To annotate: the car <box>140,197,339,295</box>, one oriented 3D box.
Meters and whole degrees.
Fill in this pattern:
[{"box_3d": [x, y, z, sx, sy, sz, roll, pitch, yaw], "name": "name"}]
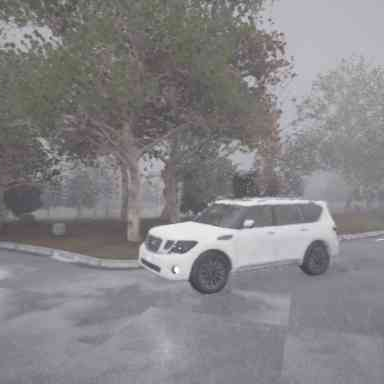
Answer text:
[{"box_3d": [1.449, 1.176, 8.854, 5.566, 2.045, 2.150, 1, 0, -29], "name": "car"}]
